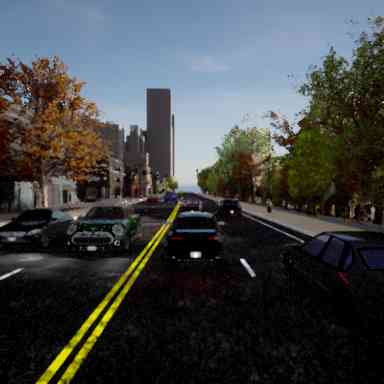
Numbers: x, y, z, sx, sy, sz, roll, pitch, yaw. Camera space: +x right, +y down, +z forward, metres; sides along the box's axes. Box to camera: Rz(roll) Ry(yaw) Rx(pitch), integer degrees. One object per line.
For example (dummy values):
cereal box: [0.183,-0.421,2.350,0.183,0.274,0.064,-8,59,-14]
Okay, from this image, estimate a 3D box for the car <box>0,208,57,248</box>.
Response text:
car: [-6.604,1.453,14.514,1.812,1.442,4.674,0,0,0]

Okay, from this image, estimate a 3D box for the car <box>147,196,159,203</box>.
car: [-7.104,1.313,60.577,1.895,1.301,4.718,0,0,-1]

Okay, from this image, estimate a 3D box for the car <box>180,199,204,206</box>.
car: [-0.007,1.346,29.514,2.128,1.511,4.902,0,0,-1]

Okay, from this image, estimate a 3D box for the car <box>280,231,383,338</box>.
car: [3.349,1.514,6.754,2.033,1.411,5.357,0,0,0]

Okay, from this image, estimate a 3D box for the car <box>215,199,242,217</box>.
car: [3.242,1.358,29.632,1.837,1.490,4.892,0,0,-1]

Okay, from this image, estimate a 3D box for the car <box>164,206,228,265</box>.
car: [0.101,1.448,11.495,1.837,1.490,4.892,0,0,0]

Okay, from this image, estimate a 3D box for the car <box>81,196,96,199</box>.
car: [-20.690,1.486,68.445,4.313,1.339,1.947,-1,1,-1]

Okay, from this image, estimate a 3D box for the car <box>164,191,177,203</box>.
car: [-3.854,0.915,60.575,2.150,2.045,5.566,0,0,-1]

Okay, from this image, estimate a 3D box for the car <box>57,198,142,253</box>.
car: [-3.354,1.285,13.361,2.097,1.767,4.553,0,0,0]
